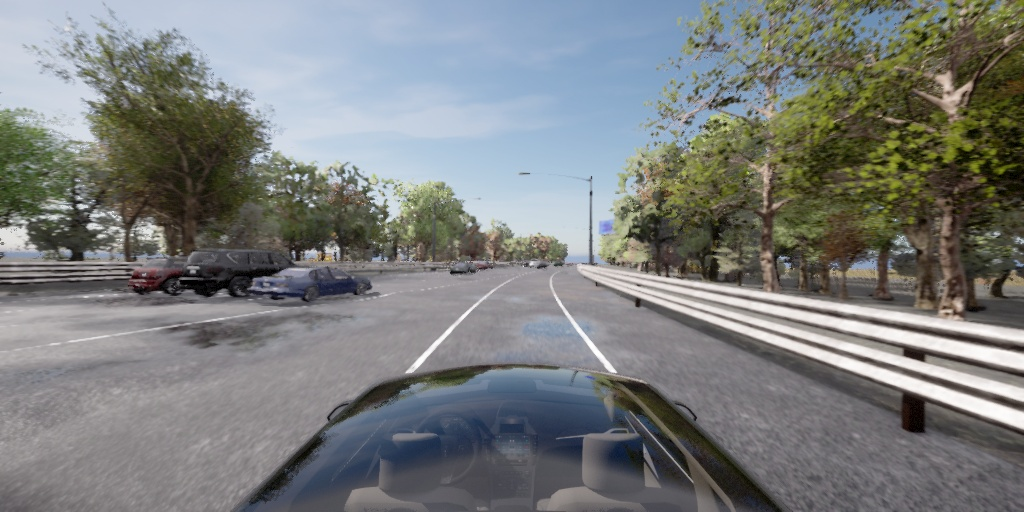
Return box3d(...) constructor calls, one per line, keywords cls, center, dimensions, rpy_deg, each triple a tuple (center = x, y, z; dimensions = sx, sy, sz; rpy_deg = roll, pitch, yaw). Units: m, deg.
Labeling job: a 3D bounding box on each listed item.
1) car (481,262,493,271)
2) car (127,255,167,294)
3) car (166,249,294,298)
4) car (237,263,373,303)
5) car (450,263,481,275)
box3d(cls="car", center=(-4.574, 1.662, 59.795), dimensions=(1.812, 1.442, 4.674), rpy_deg=(0, -1, 14))
box3d(cls="car", center=(-15.180, 0.852, 17.371), dimensions=(2.097, 1.767, 4.553), rpy_deg=(0, -1, 14))
box3d(cls="car", center=(-11.772, 0.748, 16.563), dimensions=(2.150, 2.045, 5.566), rpy_deg=(0, -1, 14))
box3d(cls="car", center=(-8.399, 1.146, 15.594), dimensions=(2.033, 1.411, 5.357), rpy_deg=(2, -1, 14))
box3d(cls="car", center=(-5.545, 1.464, 41.429), dimensions=(1.994, 1.385, 4.181), rpy_deg=(1, -1, 14))
